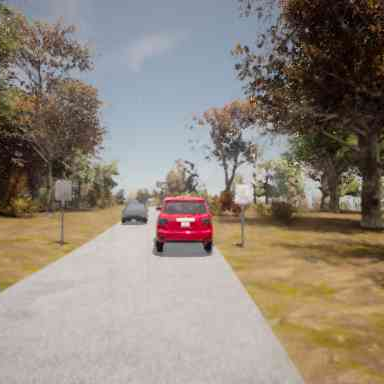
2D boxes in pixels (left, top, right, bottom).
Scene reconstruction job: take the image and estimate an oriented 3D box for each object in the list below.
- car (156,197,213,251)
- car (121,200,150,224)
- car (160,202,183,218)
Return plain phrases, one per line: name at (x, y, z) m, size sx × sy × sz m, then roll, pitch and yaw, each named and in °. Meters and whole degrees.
car at (-0.391, 1.226, 14.365) m, size 2.150 × 2.045 × 5.566 m, roll 0°, pitch 0°, yaw -3°
car at (-4.196, 1.561, 25.065) m, size 2.033 × 1.411 × 5.357 m, roll 1°, pitch 0°, yaw -6°
car at (-2.010, 1.684, 31.704) m, size 1.895 × 1.301 × 4.718 m, roll 1°, pitch -1°, yaw -7°
